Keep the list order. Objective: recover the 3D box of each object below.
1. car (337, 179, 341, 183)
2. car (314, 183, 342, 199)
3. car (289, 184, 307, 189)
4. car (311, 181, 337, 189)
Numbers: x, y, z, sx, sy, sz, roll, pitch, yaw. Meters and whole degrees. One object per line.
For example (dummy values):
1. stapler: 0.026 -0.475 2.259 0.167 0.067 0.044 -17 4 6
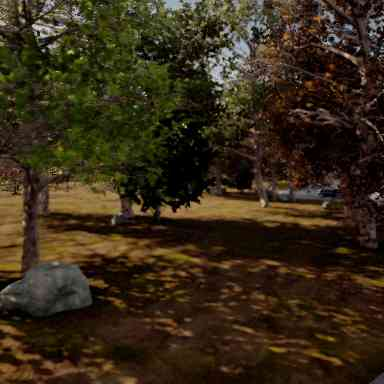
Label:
1. car: 30.878 -2.361 66.980 4.181 1.385 1.994 -4 3 -17
2. car: 16.681 0.019 38.283 1.994 1.385 4.181 -5 3 -21
3. car: 18.592 -1.017 58.159 1.895 1.301 4.718 -2 3 37
4. car: 22.899 -1.384 58.464 2.033 1.411 5.357 -1 4 45
